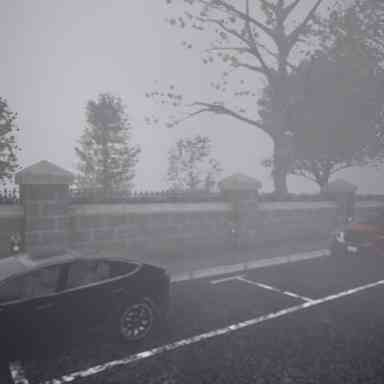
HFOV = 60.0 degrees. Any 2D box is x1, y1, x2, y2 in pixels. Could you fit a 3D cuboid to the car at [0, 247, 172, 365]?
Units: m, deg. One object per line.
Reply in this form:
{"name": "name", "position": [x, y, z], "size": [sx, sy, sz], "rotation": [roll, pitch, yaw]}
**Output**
{"name": "car", "position": [-2.321, 1.572, 4.904], "size": [4.313, 1.339, 1.947], "rotation": [1, 0, -35]}

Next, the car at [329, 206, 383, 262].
{"name": "car", "position": [6.855, 1.414, 11.433], "size": [5.009, 1.841, 2.192], "rotation": [1, 0, -35]}
